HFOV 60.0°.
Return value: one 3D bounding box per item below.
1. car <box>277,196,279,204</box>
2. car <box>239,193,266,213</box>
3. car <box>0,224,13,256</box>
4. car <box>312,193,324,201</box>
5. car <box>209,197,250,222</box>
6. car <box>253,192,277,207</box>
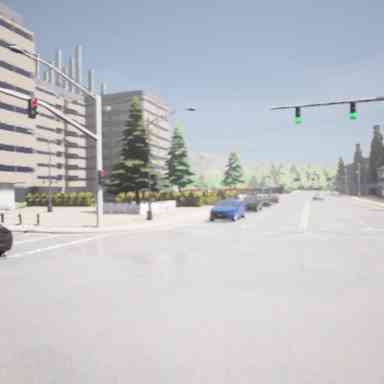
[{"bbox_3d":[12.664,1.126,52.445,1.994,1.385,4.181,-1,0,20],"label":"car"},{"bbox_3d":[6.055,1.226,34.170,1.882,1.535,5.008,-1,0,20],"label":"car"},{"bbox_3d":[-8.546,1.578,11.803,4.892,1.490,1.837,-1,-1,25],"label":"car"},{"bbox_3d":[23.672,0.875,62.467,1.812,1.442,4.674,-1,0,20],"label":"car"},{"bbox_3d":[2.784,1.317,25.152,1.882,1.535,5.008,-1,0,21],"label":"car"},{"bbox_3d":[9.378,1.147,43.285,2.128,1.511,4.902,-1,0,20],"label":"car"}]
